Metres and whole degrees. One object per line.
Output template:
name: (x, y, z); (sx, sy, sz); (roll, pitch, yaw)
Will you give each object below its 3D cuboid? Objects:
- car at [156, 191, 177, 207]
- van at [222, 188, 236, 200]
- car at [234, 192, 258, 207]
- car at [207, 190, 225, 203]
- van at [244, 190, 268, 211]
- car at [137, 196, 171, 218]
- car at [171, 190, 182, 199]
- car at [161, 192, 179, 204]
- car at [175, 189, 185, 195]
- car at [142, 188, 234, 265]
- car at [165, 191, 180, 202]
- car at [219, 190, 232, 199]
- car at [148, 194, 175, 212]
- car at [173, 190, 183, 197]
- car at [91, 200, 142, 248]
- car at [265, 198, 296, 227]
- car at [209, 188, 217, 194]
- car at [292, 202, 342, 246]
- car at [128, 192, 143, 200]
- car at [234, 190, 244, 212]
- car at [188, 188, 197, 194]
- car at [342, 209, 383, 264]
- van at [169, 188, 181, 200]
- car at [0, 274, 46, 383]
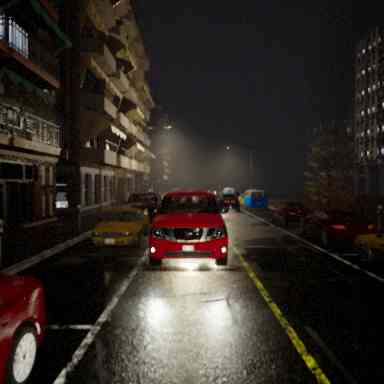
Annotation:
car: (-2.669, 0.691, 35.553); (1.967, 1.590, 4.097); (0, 1, 0)
van: (5.723, 0.262, 52.122); (1.690, 1.788, 3.998); (0, 1, 0)
car: (5.711, 0.778, 35.717); (1.752, 1.417, 4.829); (0, 1, 0)
car: (3.084, 0.580, 43.699); (2.128, 1.511, 4.902); (0, 1, 1)
van: (5.705, 0.712, 30.019); (1.690, 1.788, 3.998); (0, 1, 0)
car: (-2.678, 1.030, 24.506); (2.008, 1.369, 4.403); (0, 1, 0)
car: (-2.651, 0.386, 57.659); (1.802, 1.307, 4.206); (0, 1, 0)
car: (-2.664, 0.704, 41.082); (1.947, 1.339, 4.313); (0, 1, 0)
car: (-2.636, 0.040, 74.235); (1.947, 1.339, 4.313); (0, 1, 0)
car: (-0.090, 0.983, 11.054); (2.150, 2.045, 5.566); (0, 1, 0)
car: (-2.660, 0.570, 46.607); (1.887, 1.381, 4.507); (0, 1, 0)
car: (5.729, 0.332, 57.820); (1.752, 1.417, 4.829); (0, 1, 0)
car: (-2.674, 0.915, 30.031); (2.008, 1.369, 4.403); (0, 1, 0)
car: (-2.646, 0.275, 63.184); (1.802, 1.307, 4.206); (0, 1, 0)
car: (-2.688, 1.239, 13.285); (1.752, 1.417, 4.829); (0, 1, 0)
car: (5.697, 1.182, 18.973); (1.802, 1.307, 4.206); (0, 1, 0)
car: (5.758, -0.299, 90.805); (1.887, 1.381, 4.507); (0, 1, 0)
car: (5.692, 1.298, 13.448); (1.802, 1.307, 4.206); (0, 1, 0)
car: (-2.685, 0.909, 18.975); (2.192, 1.841, 5.009); (0, 1, 0)
car: (3.074, 0.891, 29.188); (1.837, 1.490, 4.892); (0, 1, 0)
car: (0.070, -0.254, 85.596); (2.128, 1.511, 4.902); (0, 1, 0)
car: (5.687, 1.355, 8.091); (1.752, 1.417, 4.829); (0, 1, 0)
van: (-2.657, 0.256, 52.129); (1.690, 1.788, 3.998); (0, 1, 0)
car: (-2.697, 1.488, 2.404); (1.887, 1.381, 4.507); (0, 1, 0)
